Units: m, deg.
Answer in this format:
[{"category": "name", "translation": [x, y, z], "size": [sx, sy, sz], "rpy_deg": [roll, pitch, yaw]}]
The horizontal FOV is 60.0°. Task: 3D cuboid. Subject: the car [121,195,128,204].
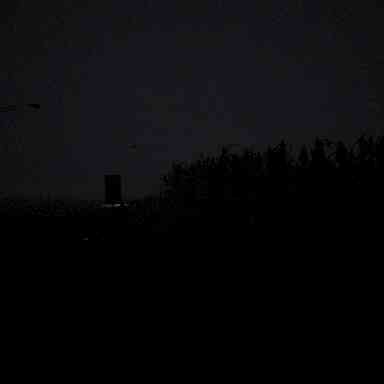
[{"category": "car", "translation": [-11.229, 1.160, 52.393], "size": [2.033, 1.411, 5.357], "rpy_deg": [-1, 1, -4]}]
